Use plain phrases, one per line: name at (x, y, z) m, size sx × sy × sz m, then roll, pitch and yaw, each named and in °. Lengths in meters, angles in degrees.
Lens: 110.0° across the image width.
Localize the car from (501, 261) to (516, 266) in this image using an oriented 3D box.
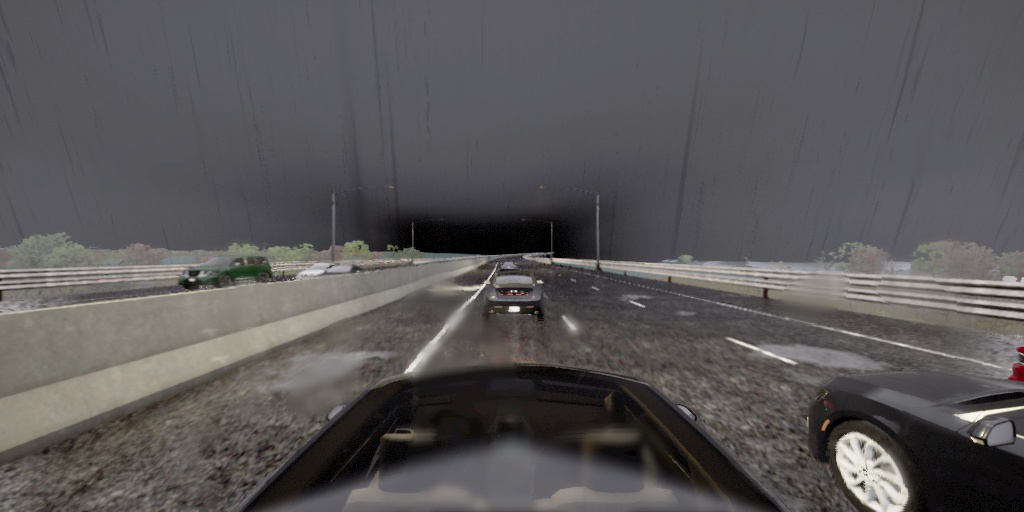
car at (-0.416, 1.291, 43.441) m, size 1.994 × 1.385 × 4.181 m, roll 0°, pitch 0°, yaw -1°

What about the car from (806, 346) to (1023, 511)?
car at (3.593, 1.254, 1.242) m, size 1.837 × 1.490 × 4.892 m, roll 0°, pitch 0°, yaw 0°

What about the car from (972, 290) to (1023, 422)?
car at (7.092, 1.226, 2.285) m, size 1.882 × 1.535 × 5.008 m, roll 0°, pitch 0°, yaw 0°

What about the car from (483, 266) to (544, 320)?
car at (0.053, 1.255, 12.558) m, size 1.837 × 1.490 × 4.892 m, roll 0°, pitch 0°, yaw 0°

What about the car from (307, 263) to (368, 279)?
car at (-10.688, 1.275, 22.846) m, size 1.812 × 1.442 × 4.674 m, roll 0°, pitch 0°, yaw 0°

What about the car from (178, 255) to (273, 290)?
car at (-17.686, 0.975, 22.575) m, size 2.150 × 2.045 × 5.566 m, roll 0°, pitch 0°, yaw 0°

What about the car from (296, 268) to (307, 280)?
car at (-14.199, 1.274, 26.949) m, size 1.812 × 1.442 × 4.674 m, roll 0°, pitch 0°, yaw -1°
